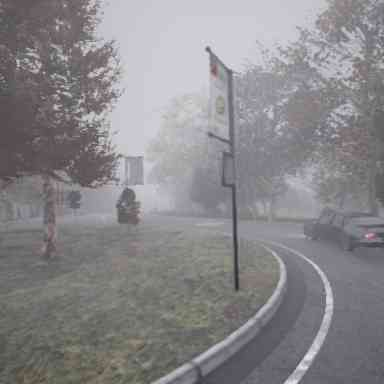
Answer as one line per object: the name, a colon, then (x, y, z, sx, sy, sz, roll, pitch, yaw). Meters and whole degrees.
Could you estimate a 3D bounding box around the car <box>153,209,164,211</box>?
car: (-8.594, 4.920, 82.619, 1.895, 1.301, 4.718, -2, -5, 1)

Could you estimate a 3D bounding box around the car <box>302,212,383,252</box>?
car: (6.578, 1.556, 14.096, 2.033, 1.411, 5.357, -2, 0, -5)

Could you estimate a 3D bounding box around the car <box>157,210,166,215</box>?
car: (-8.413, 5.655, 92.661, 1.895, 1.301, 4.718, -2, -5, 2)

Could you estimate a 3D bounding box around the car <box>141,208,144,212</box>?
car: (-12.199, 4.367, 76.086, 1.837, 1.490, 4.892, -2, -5, 1)
